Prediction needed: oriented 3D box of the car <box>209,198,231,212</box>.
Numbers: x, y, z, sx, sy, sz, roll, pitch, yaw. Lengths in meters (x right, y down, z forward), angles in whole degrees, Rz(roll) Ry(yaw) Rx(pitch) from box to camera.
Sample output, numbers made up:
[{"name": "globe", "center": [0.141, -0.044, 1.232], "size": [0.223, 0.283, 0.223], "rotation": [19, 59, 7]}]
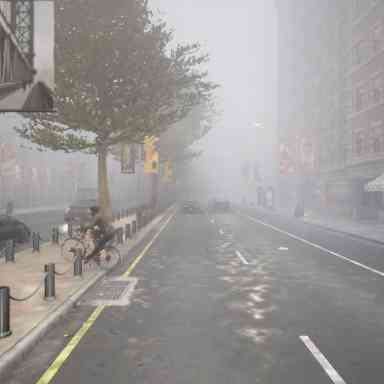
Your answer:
[{"name": "car", "center": [3.315, 1.478, 38.376], "size": [1.882, 1.535, 5.008], "rotation": [0, 0, 0]}]

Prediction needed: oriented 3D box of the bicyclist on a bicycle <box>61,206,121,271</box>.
[{"name": "bicyclist on a bicycle", "center": [-2.612, 1.220, 8.907], "size": [1.656, 1.620, 0.582], "rotation": [13, 2, 0]}]

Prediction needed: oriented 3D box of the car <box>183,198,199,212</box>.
[{"name": "car", "center": [-0.121, 1.601, 38.966], "size": [1.895, 1.301, 4.718], "rotation": [0, 0, 0]}]

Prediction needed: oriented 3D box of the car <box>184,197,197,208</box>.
[{"name": "car", "center": [-0.188, 1.526, 48.070], "size": [1.812, 1.442, 4.674], "rotation": [0, 0, 1]}]

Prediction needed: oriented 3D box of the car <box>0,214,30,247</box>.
[{"name": "car", "center": [-8.152, 1.564, 13.041], "size": [1.994, 1.385, 4.181], "rotation": [0, 0, 0]}]

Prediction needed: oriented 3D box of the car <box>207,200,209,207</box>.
[{"name": "car", "center": [3.259, 1.564, 47.363], "size": [1.994, 1.385, 4.181], "rotation": [0, 0, 0]}]

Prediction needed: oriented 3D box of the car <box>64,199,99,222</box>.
[{"name": "car", "center": [-8.225, 1.352, 25.957], "size": [2.097, 1.767, 4.553], "rotation": [0, 0, 0]}]
